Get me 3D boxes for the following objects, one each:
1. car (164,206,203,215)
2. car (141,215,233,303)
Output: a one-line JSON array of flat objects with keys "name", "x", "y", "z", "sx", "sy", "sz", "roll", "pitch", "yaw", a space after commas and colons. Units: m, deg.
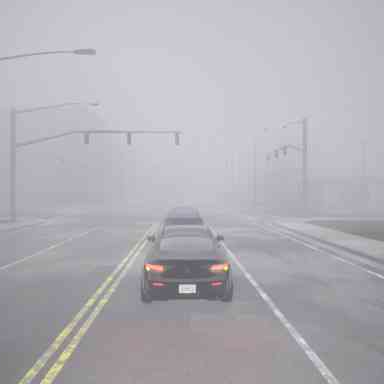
[{"name": "car", "x": -0.430, "y": 1.478, "z": 17.160, "sx": 1.882, "sy": 1.535, "sz": 5.008, "roll": 0, "pitch": 0, "yaw": -2}, {"name": "car", "x": -0.145, "y": 1.526, "z": 8.111, "sx": 1.812, "sy": 1.442, "sz": 4.674, "roll": 0, "pitch": 0, "yaw": -2}]
